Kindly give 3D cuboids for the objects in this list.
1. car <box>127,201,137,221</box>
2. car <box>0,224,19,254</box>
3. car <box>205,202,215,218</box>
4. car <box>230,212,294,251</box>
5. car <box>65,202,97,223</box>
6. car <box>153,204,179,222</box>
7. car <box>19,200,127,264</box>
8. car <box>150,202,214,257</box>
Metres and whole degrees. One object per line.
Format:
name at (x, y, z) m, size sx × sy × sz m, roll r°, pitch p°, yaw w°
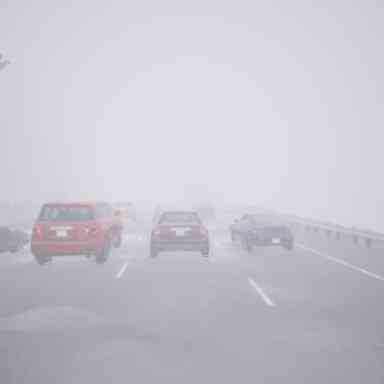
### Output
car at (-5.894, 1.524, 28.882) m, size 2.097 × 1.767 × 4.553 m, roll 0°, pitch 0°, yaw -9°
car at (-7.384, 1.623, 10.999) m, size 2.033 × 1.411 × 5.357 m, roll 0°, pitch 0°, yaw -4°
car at (0.842, 1.650, 31.087) m, size 1.882 × 1.535 × 5.008 m, roll 0°, pitch 0°, yaw -9°
car at (2.886, 1.601, 14.385) m, size 1.812 × 1.442 × 4.674 m, roll 0°, pitch 0°, yaw -4°
car at (-9.376, 1.683, 28.517) m, size 1.837 × 1.490 × 4.892 m, roll 0°, pitch 0°, yaw -9°
car at (-2.340, 1.767, 28.838) m, size 1.895 × 1.301 × 4.718 m, roll 0°, pitch 0°, yaw -9°
car at (-3.971, 1.300, 12.338) m, size 2.150 × 2.045 × 5.566 m, roll 0°, pitch 0°, yaw -4°
car at (-0.552, 1.428, 13.441) m, size 2.097 × 1.767 × 4.553 m, roll 0°, pitch 0°, yaw -4°
